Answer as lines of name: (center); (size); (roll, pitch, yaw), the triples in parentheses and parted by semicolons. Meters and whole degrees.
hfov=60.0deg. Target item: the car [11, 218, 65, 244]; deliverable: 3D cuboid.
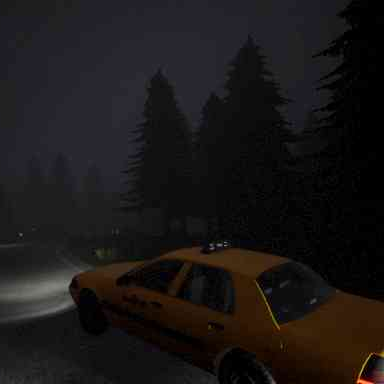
car: (-12.735, 3.226, 28.143); (2.150, 2.045, 5.566); (-4, -7, 7)

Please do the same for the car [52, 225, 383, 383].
car: (0.133, 1.441, 4.744); (5.366, 1.575, 1.801); (0, 1, 43)

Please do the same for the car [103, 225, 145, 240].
car: (-7.429, 4.510, 36.965); (2.033, 1.411, 5.357); (-4, -8, 20)

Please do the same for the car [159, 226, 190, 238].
car: (-2.306, 5.543, 46.271); (1.882, 1.535, 5.008); (-5, -8, 30)
